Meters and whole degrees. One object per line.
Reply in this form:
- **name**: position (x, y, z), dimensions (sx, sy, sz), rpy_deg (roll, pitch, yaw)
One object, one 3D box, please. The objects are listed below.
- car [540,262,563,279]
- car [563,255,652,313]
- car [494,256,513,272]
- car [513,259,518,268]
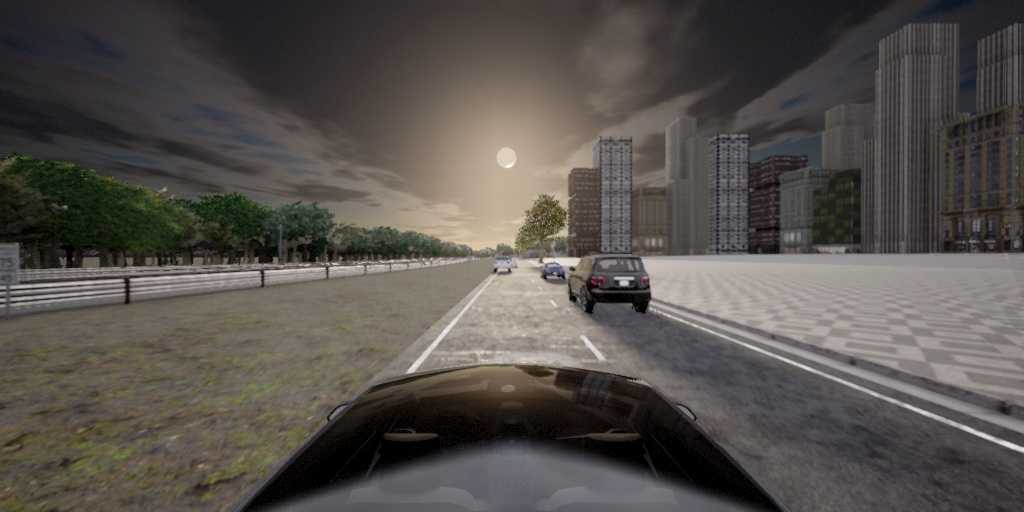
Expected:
- **car**: position (3.593, 1.276, 32.089), dimensions (1.812, 1.442, 4.674), rpy_deg (0, 0, 0)
- **car**: position (3.596, 0.970, 14.175), dimensions (2.150, 2.045, 5.566), rpy_deg (0, 0, 0)
- **car**: position (-1.238, 0.991, 47.307), dimensions (2.150, 2.045, 5.566), rpy_deg (0, 0, 0)
- **car**: position (-0.017, 1.331, 64.447), dimensions (1.812, 1.442, 4.674), rpy_deg (0, 0, 0)
